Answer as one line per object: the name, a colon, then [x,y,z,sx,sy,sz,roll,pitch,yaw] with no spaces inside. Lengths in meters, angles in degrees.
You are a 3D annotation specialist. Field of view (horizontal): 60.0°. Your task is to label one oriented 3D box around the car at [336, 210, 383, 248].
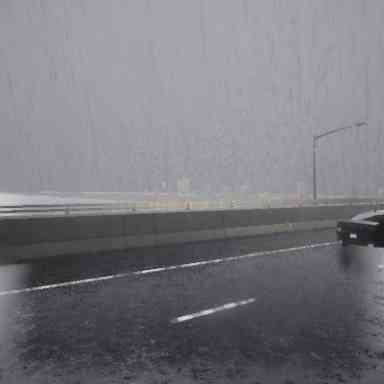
car: [8.045,1.493,13.830,5.008,1.535,1.882,0,0,-35]
